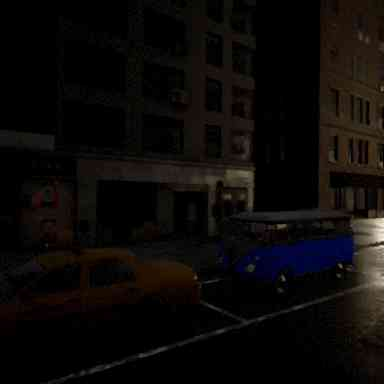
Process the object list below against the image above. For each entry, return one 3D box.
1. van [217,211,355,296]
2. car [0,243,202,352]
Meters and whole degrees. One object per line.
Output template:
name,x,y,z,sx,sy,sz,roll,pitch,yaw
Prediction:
van,2.506,1.394,8.539,3.998,1.788,1.690,1,0,-35
car,-2.098,1.535,5.257,4.829,1.417,1.752,0,0,-35
